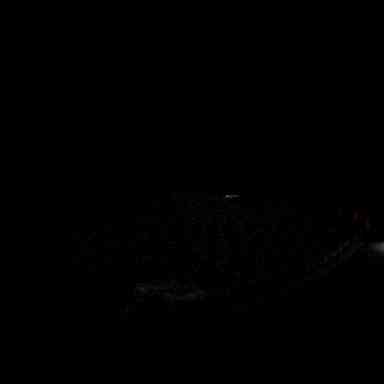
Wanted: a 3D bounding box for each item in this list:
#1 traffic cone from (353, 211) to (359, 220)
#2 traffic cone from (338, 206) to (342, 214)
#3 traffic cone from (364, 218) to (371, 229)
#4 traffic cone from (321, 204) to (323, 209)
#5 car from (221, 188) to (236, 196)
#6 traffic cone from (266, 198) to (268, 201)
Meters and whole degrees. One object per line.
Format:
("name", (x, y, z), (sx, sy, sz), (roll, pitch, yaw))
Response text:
("traffic cone", (11.331, 1.617, 23.037), (0.340, 0.580, 0.340), (0, 1, 15))
("traffic cone", (12.254, 1.493, 27.600), (0.340, 0.580, 0.340), (-1, 1, 8))
("traffic cone", (9.840, 1.733, 18.630), (0.340, 0.580, 0.340), (0, 1, 22))
("traffic cone", (12.598, 1.374, 32.242), (0.340, 0.580, 0.340), (-1, 1, 1))
("car", (7.434, -0.042, 69.017), (1.837, 1.490, 4.892), (-1, 1, -16))
("traffic cone", (10.427, 1.033, 46.411), (0.340, 0.580, 0.340), (-1, 1, -13))
